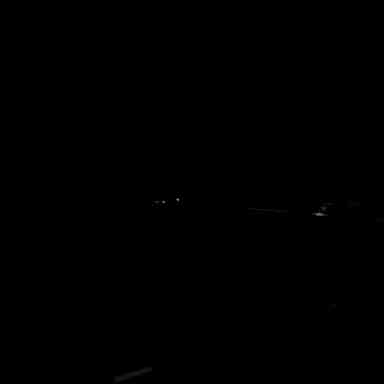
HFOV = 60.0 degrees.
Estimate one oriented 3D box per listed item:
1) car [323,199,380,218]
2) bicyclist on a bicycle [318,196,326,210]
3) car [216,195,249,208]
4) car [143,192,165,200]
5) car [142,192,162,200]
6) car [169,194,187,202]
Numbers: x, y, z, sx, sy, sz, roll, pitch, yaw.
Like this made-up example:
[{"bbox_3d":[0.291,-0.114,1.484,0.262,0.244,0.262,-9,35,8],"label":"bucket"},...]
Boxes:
[{"bbox_3d":[13.708,1.387,28.872,1.812,1.442,4.674,1,0,-35],"label":"car"},{"bbox_3d":[14.803,1.273,37.730,1.656,1.620,0.582,0,1,-35],"label":"bicyclist on a bicycle"},{"bbox_3d":[4.986,1.105,41.356,2.128,1.511,4.902,1,0,-35],"label":"car"},{"bbox_3d":[-6.727,0.831,58.304,2.033,1.411,5.357,1,0,-35],"label":"car"},{"bbox_3d":[-7.805,0.751,64.665,1.812,1.442,4.674,1,0,-35],"label":"car"},{"bbox_3d":[-2.262,0.944,56.805,1.994,1.385,4.181,1,0,-34],"label":"car"}]
